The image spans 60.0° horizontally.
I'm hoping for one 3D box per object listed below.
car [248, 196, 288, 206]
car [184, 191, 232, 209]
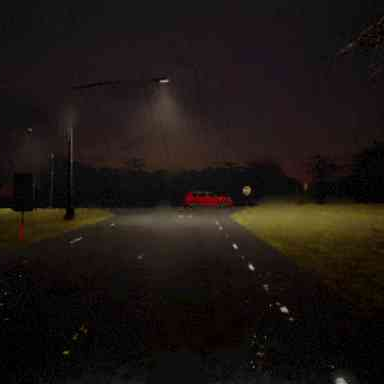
[{"bbox_3d":[10.536,1.218,46.142,5.357,1.411,2.033,-1,-3,-1],"label":"car"},{"bbox_3d":[1.859,0.949,38.964,5.566,2.045,2.150,-1,-1,-1],"label":"car"}]
